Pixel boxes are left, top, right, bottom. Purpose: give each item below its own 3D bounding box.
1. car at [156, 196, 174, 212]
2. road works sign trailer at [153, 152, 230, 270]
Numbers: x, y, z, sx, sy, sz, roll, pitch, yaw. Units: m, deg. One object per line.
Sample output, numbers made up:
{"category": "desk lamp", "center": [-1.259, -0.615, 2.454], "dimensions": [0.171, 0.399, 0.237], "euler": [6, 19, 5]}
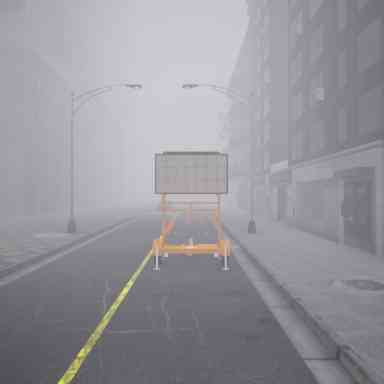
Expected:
{"category": "car", "center": [-3.158, 1.582, 39.334], "dimensions": [2.033, 1.411, 5.357], "euler": [0, 0, 0]}
{"category": "road works sign trailer", "center": [-0.019, 0.467, 11.038], "dimensions": [2.380, 3.560, 2.880], "euler": [0, 0, 0]}
